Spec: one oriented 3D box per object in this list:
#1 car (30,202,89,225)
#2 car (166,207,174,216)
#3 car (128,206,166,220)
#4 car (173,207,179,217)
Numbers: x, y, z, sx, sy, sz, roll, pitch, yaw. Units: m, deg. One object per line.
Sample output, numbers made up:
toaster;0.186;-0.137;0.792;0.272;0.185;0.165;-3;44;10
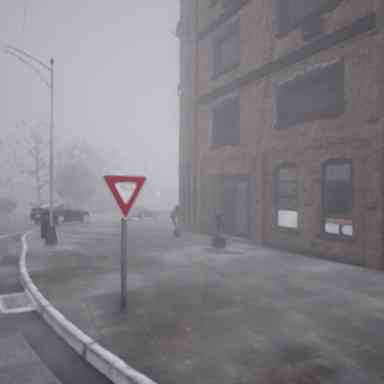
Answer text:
car;-9.384;1.513;24.084;1.882;1.535;5.008;0;-3;14
car;-2.842;2.956;48.367;1.882;1.535;5.008;0;-3;27
car;-5.192;2.235;35.616;2.128;1.511;4.902;1;-3;23
car;-0.269;2.971;46.051;1.812;1.442;4.674;0;-3;26
